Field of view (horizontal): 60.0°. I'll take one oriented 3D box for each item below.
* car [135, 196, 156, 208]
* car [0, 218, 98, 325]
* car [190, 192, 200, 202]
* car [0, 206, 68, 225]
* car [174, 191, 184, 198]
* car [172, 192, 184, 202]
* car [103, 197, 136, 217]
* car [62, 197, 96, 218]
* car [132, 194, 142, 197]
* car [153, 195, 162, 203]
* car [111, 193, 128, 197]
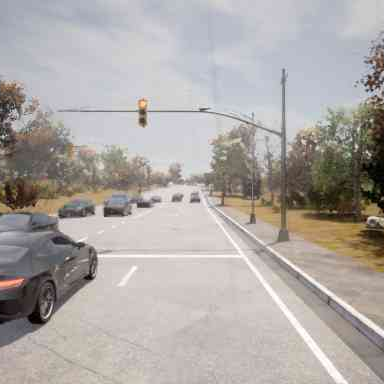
[{"bbox_3d":[-6.701,1.600,47.389,1.895,1.301,4.718,0,0,1],"label":"car"},{"bbox_3d":[-3.400,1.526,7.007,1.812,1.442,4.674,0,0,-1],"label":"car"},{"bbox_3d":[0.637,1.179,62.700,1.895,1.301,4.718,0,3,1],"label":"car"},{"bbox_3d":[-7.004,1.526,13.610,1.812,1.442,4.674,0,0,0],"label":"car"},{"bbox_3d":[-2.853,0.588,74.082,1.895,1.301,4.718,0,3,1],"label":"car"},{"bbox_3d":[-2.851,1.010,64.148,1.837,1.490,4.892,0,3,1],"label":"car"},{"bbox_3d":[-6.857,1.478,31.089,1.882,1.535,5.008,0,0,1],"label":"car"},{"bbox_3d":[-10.364,1.352,30.312,2.097,1.767,4.553,0,0,1],"label":"car"},{"bbox_3d":[-10.053,1.205,60.359,1.837,1.490,4.892,0,3,1],"label":"car"},{"bbox_3d":[-6.555,1.269,60.220,1.994,1.385,4.181,0,3,1],"label":"car"},{"bbox_3d":[-10.219,1.212,46.125,2.150,2.045,5.566,0,1,0],"label":"car"}]
